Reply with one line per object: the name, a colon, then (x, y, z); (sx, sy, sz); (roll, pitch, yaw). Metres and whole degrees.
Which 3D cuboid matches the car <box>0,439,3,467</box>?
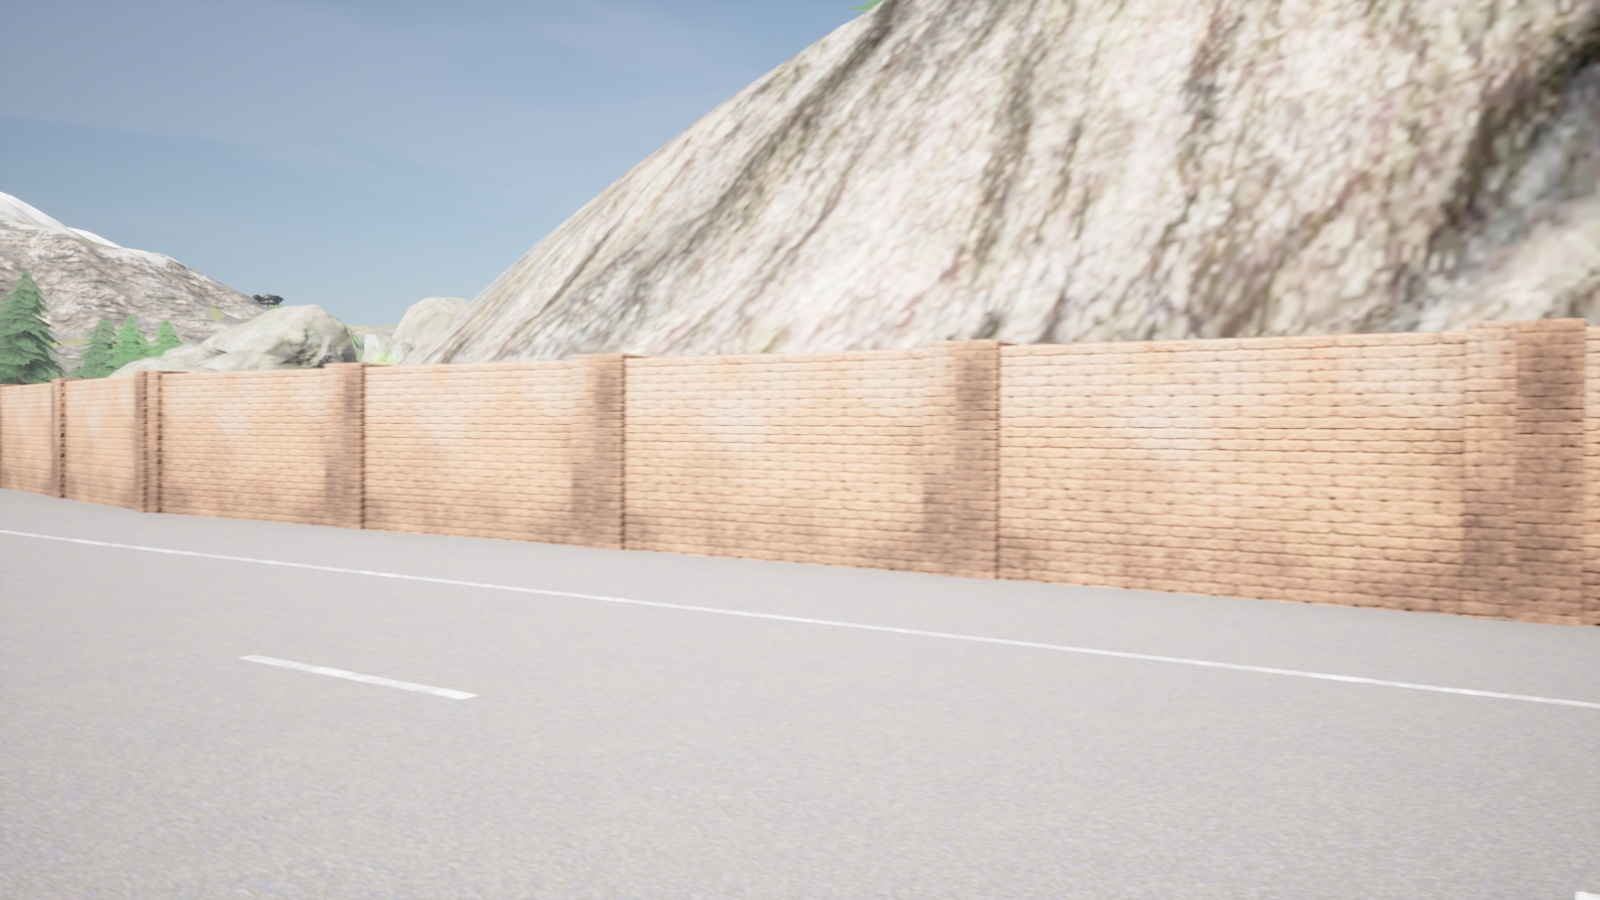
car: (-45.022, 0.176, 67.567); (1.789, 1.549, 3.705); (0, 1, 4)
